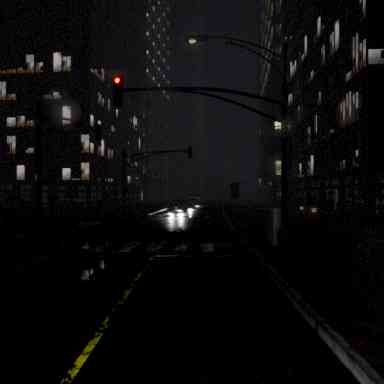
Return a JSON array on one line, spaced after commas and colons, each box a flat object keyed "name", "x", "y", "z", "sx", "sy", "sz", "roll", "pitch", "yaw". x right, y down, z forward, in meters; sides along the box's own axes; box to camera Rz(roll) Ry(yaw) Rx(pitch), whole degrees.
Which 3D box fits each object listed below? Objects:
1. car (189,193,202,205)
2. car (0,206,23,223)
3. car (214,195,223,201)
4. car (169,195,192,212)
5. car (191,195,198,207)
[{"name": "car", "x": 0.432, "y": 1.159, "z": 58.315, "sx": 2.150, "sy": 2.045, "sz": 5.566, "roll": 0, "pitch": 0, "yaw": 7}, {"name": "car", "x": -16.549, "y": 1.854, "z": 27.985, "sx": 4.403, "sy": 1.369, "sz": 2.008, "roll": -1, "pitch": 1, "yaw": 10}, {"name": "car", "x": 6.248, "y": 1.362, "z": 78.030, "sx": 1.882, "sy": 1.535, "sz": 5.008, "roll": 0, "pitch": 0, "yaw": 9}, {"name": "car", "x": -1.530, "y": 1.464, "z": 38.530, "sx": 2.128, "sy": 1.511, "sz": 4.902, "roll": 0, "pitch": 0, "yaw": 5}, {"name": "car", "x": -0.723, "y": 1.559, "z": 47.811, "sx": 1.895, "sy": 1.301, "sz": 4.718, "roll": 0, "pitch": 0, "yaw": 6}]
